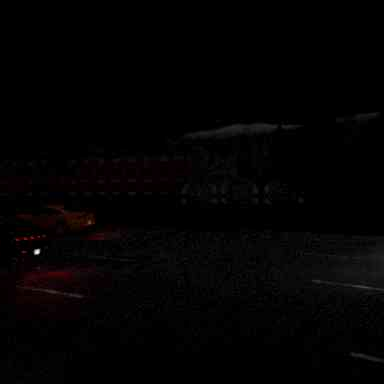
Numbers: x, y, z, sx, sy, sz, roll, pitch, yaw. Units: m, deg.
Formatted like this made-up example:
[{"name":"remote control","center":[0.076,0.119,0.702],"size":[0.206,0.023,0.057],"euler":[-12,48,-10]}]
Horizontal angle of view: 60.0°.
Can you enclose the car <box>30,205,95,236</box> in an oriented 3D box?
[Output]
[{"name":"car","center":[-7.912,1.512,18.580],"size":[5.008,1.535,1.882],"euler":[-1,0,16]}]

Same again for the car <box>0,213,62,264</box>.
[{"name":"car","center":[-6.898,1.552,10.703],"size":[4.892,1.490,1.837],"euler":[-1,0,19]}]
